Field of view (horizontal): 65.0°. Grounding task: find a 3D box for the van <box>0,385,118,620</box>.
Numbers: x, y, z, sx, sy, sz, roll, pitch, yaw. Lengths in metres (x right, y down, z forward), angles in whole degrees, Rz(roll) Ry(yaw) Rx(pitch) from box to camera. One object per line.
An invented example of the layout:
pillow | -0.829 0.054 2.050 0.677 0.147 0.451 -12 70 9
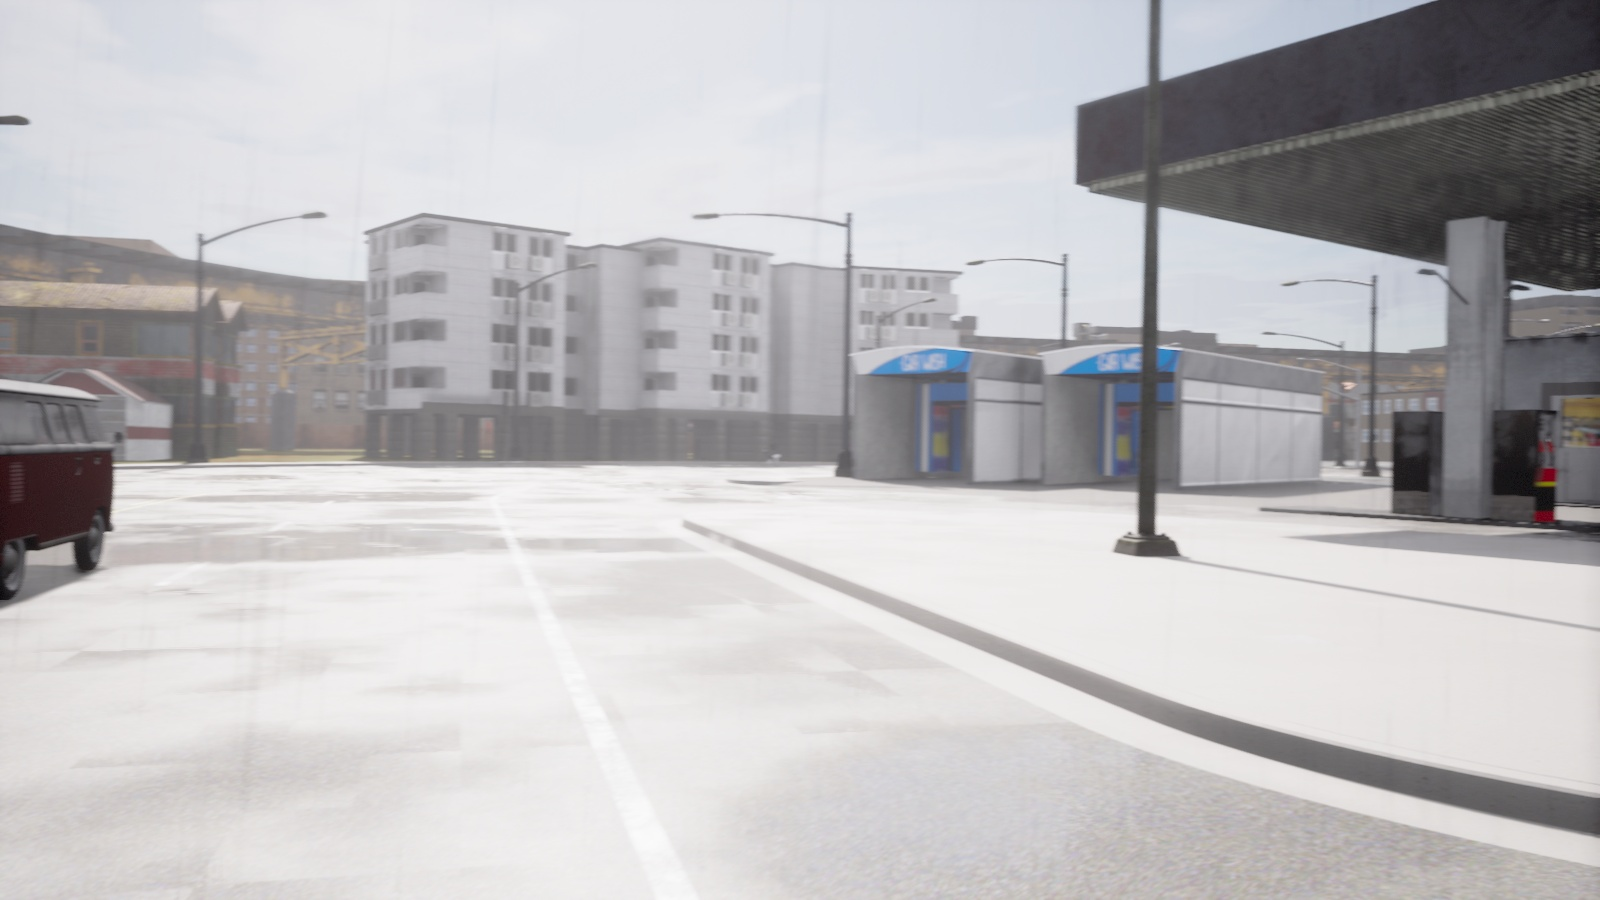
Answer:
van | -8.043 0.439 11.934 1.775 1.987 4.442 0 0 -15
